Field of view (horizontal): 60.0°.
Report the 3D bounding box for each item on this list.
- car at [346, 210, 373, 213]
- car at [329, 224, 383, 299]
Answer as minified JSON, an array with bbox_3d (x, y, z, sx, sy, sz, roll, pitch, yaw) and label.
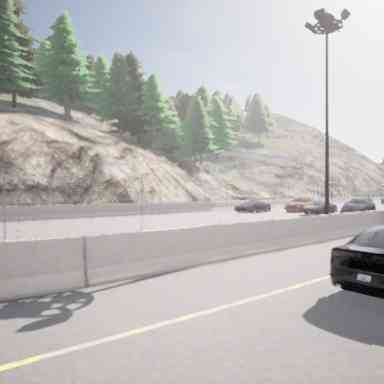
[{"bbox_3d":[16.242,1.414,32.352,2.097,1.767,4.553,0,0,44],"label":"car"},{"bbox_3d":[5.234,1.492,7.881,5.008,1.535,1.882,0,0,-38],"label":"car"}]
